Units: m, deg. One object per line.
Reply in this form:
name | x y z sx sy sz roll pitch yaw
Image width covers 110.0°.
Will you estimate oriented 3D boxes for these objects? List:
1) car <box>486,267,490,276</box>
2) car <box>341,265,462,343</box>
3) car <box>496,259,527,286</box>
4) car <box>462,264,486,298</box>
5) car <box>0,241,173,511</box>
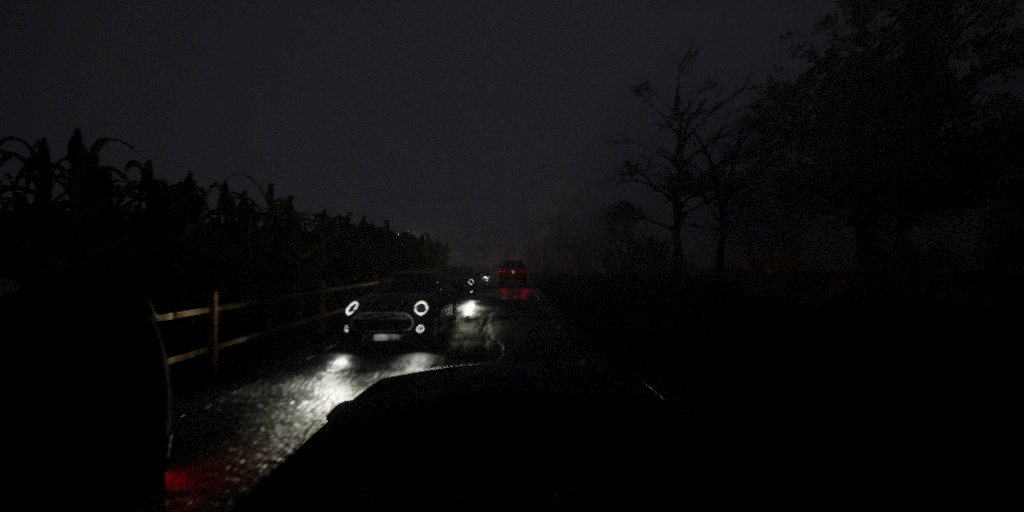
car | -4.018 1.774 45.045 2.033 1.411 5.357 0 0 -12
car | -2.847 1.201 10.026 2.097 1.767 4.553 0 -1 0
car | 0.074 1.297 29.514 2.150 2.045 5.566 0 0 0
car | -2.828 1.316 19.895 2.097 1.767 4.553 0 -1 0
car | -4.130 0.930 0.914 1.535 1.882 5.008 -24 -13 16
